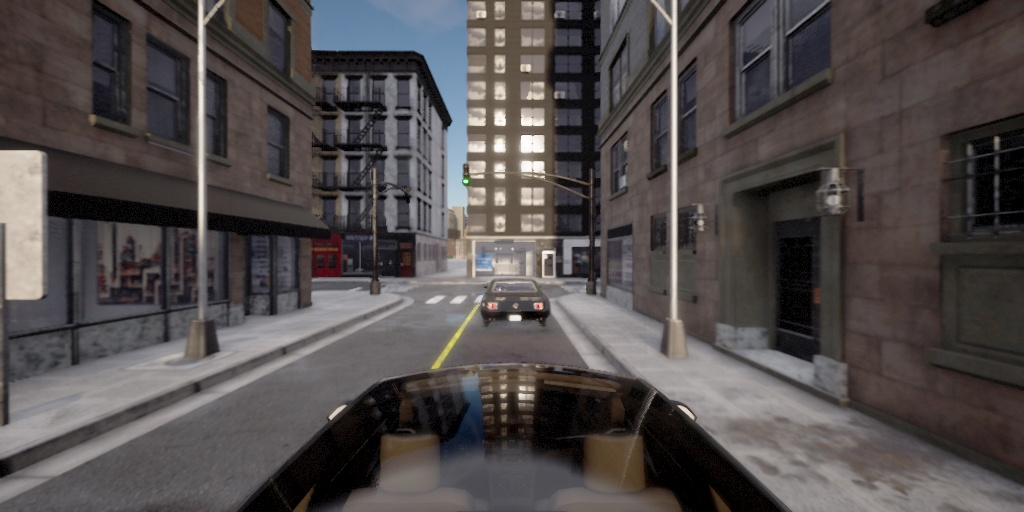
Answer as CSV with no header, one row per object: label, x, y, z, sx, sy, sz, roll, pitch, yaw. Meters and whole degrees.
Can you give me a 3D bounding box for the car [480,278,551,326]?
car,0.011,1.346,11.631,1.895,1.301,4.718,0,0,-2
